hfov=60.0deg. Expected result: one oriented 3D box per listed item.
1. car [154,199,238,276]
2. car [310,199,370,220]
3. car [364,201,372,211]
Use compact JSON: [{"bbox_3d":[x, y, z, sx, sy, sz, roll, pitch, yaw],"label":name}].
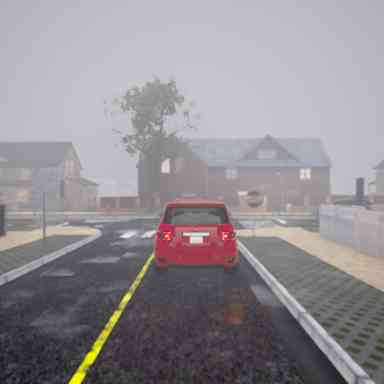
[{"bbox_3d":[0.100,1.215,10.477,2.150,2.045,5.566,0,0,0],"label":"car"},{"bbox_3d":[11.248,1.299,24.753,4.553,1.767,2.097,0,1,1],"label":"car"},{"bbox_3d":[14.385,1.560,21.950,5.357,1.411,2.033,0,1,6],"label":"car"}]
